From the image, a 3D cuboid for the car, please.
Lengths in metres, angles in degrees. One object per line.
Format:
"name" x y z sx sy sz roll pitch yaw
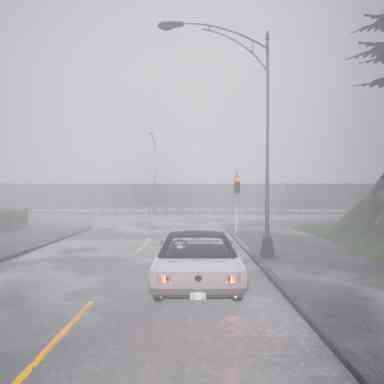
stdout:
"car" 0.118 1.601 8.256 1.895 1.301 4.718 0 0 0
